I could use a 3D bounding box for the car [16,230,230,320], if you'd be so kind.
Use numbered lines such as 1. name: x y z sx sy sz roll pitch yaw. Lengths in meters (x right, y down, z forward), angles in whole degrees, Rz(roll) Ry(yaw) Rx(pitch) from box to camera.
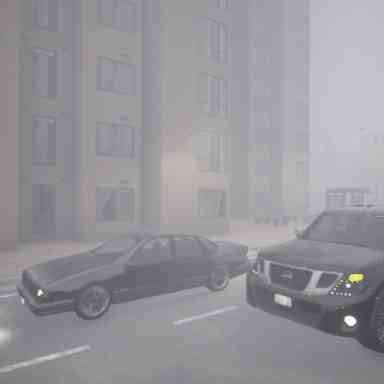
1. car: -0.938 1.617 7.656 5.357 1.411 2.033 1 -1 -37

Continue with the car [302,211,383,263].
1. car: 6.834 1.647 13.389 4.902 1.511 2.128 1 -1 -36

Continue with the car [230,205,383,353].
1. car: 3.594 1.300 6.655 5.566 2.045 2.150 1 -1 -36
